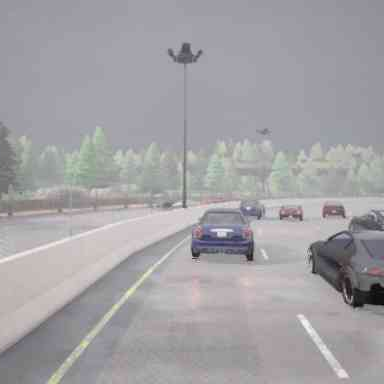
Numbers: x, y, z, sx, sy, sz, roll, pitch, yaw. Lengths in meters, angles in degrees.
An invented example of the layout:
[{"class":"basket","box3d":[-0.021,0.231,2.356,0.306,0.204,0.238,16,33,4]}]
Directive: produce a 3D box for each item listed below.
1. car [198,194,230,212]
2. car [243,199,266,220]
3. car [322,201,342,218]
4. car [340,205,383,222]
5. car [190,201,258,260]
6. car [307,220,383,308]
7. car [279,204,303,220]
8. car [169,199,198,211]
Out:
[{"class":"car","box3d":[2.941,1.344,43.055,2.150,2.045,5.566,0,0,26]},{"class":"car","box3d":[5.419,1.449,30.010,2.097,1.767,4.553,0,0,18]},{"class":"car","box3d":[13.570,1.609,31.963,1.882,1.535,5.008,0,0,21]},{"class":"car","box3d":[8.715,1.563,15.234,2.128,1.511,4.902,0,0,10]},{"class":"car","box3d":[1.257,1.390,12.811,2.097,1.767,4.553,0,0,8]},{"class":"car","box3d":[4.163,1.600,7.937,1.994,1.385,4.181,0,0,5]},{"class":"car","box3d":[8.681,1.707,28.933,1.895,1.301,4.718,0,0,19]},{"class":"car","box3d":[-1.009,1.632,42.763,1.812,1.442,4.674,0,0,24]}]
